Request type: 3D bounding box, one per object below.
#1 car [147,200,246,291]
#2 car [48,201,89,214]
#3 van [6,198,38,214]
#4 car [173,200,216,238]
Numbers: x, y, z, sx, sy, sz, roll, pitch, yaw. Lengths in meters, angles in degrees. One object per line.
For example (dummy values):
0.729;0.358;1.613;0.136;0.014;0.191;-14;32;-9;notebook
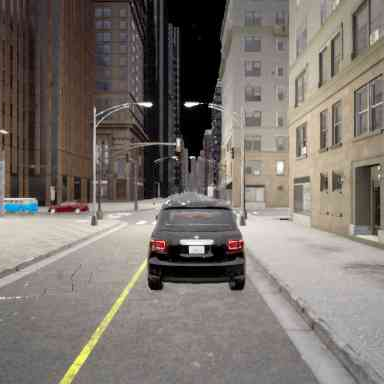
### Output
0.115;1.223;9.187;2.150;2.045;5.566;0;0;0;car
-13.917;1.724;37.529;4.507;1.381;1.887;-1;0;0;car
-19.544;1.588;37.558;3.998;1.788;1.690;-1;0;0;van
0.126;1.357;18.636;2.097;1.767;4.553;0;0;0;car
